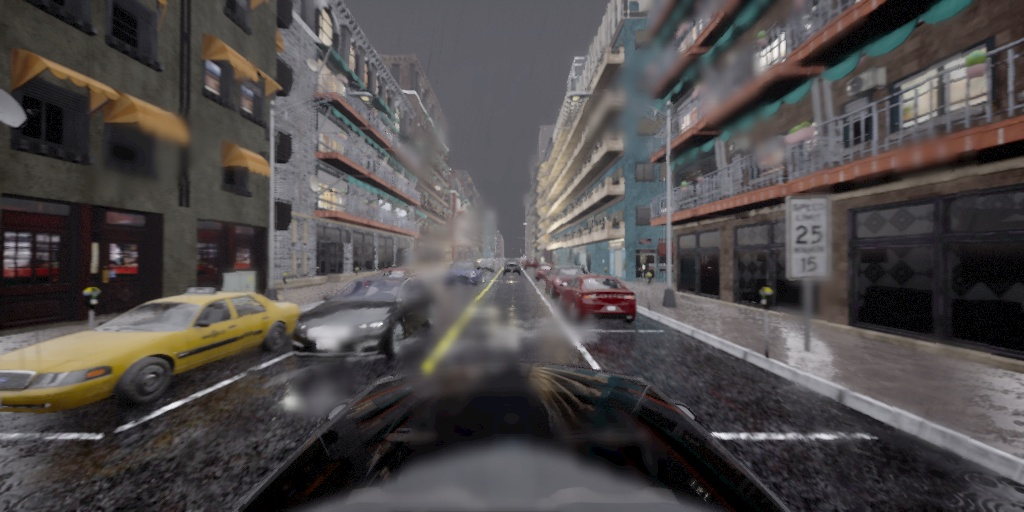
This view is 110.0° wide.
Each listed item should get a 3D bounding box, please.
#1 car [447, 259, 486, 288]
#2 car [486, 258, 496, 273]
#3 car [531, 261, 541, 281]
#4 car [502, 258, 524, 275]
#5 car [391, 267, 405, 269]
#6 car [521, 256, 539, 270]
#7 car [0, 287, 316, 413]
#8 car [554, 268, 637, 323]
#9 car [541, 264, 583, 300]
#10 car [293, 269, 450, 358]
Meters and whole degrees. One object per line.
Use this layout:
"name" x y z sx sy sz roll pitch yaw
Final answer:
"car" -3.086 1.070 23.355 2.097 1.767 4.553 0 0 0
"car" -2.988 1.240 42.412 1.837 1.490 4.892 0 0 0
"car" 2.700 1.293 28.540 1.802 1.307 4.207 0 0 0
"car" 0.019 1.205 37.945 1.837 1.490 4.892 0 0 0
"car" -5.684 1.272 17.510 1.888 1.381 4.507 0 0 0
"car" 2.708 0.997 50.635 2.192 1.841 5.009 0 0 0
"car" -5.687 1.268 6.293 1.751 1.417 4.829 0 0 0
"car" 2.695 1.280 11.970 1.888 1.381 4.507 0 0 0
"car" 2.697 1.166 17.494 1.967 1.591 4.097 0 0 0
"car" -3.083 1.231 8.542 2.128 1.511 4.902 0 0 1
